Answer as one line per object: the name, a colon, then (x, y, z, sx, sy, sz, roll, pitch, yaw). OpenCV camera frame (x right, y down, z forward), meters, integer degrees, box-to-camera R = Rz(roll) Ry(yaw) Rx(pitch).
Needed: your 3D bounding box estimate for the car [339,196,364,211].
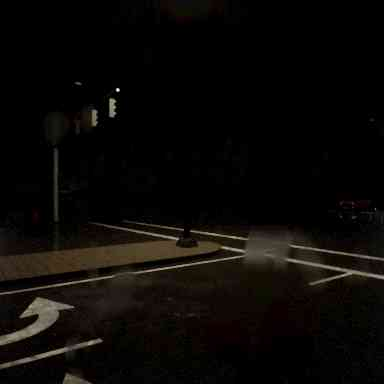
car: (20.366, 1.346, 41.385, 4.553, 1.767, 2.097, 0, 0, -36)

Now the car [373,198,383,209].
car: (27.380, 1.557, 46.414, 4.181, 1.385, 1.994, 0, 0, -36)

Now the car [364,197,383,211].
car: (22.779, 1.541, 38.853, 5.357, 1.411, 2.033, 0, 0, -35)
